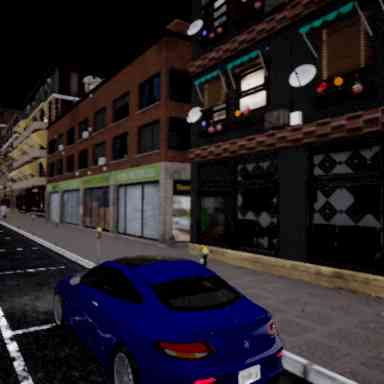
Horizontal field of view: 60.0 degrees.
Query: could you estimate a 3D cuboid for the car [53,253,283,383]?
[{"bbox_3d":[-0.759,1.700,5.187,1.812,1.442,4.674,2,-2,-35],"label":"car"}]
